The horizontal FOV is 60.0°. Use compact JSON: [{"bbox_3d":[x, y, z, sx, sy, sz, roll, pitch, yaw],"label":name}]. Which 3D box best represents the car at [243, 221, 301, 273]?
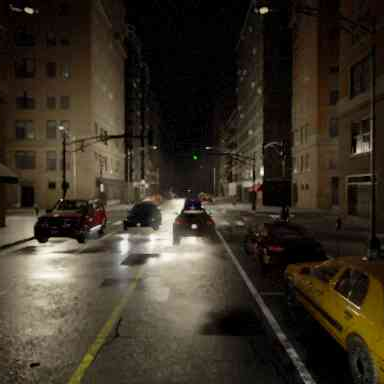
[{"bbox_3d":[2.635,1.514,10.094,1.802,1.307,4.206,0,0,0],"label":"car"}]

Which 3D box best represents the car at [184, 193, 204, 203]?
[{"bbox_3d":[0.083,1.229,37.360,1.882,1.535,5.008,0,0,0],"label":"car"}]

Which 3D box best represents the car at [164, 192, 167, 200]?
[{"bbox_3d":[-5.409,1.174,52.713,1.752,1.417,4.829,0,0,0],"label":"car"}]

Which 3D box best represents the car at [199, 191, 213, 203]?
[{"bbox_3d":[2.614,1.048,58.332,1.967,1.590,4.097,0,0,0],"label":"car"}]

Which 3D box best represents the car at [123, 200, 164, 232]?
[{"bbox_3d":[-2.758,1.397,19.485,1.812,1.442,4.674,0,0,0],"label":"car"}]

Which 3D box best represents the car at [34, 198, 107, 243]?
[{"bbox_3d":[-5.393,1.213,15.511,2.192,1.841,5.009,0,0,0],"label":"car"}]

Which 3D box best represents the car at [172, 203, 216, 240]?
[{"bbox_3d":[0.068,1.454,16.439,1.994,1.385,4.181,0,0,-1],"label":"car"}]

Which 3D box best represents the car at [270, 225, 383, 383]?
[{"bbox_3d":[2.637,1.492,4.851,1.752,1.417,4.829,0,0,0],"label":"car"}]

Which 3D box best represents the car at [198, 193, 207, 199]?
[{"bbox_3d":[2.604,1.004,80.150,2.008,1.369,4.403,0,0,0],"label":"car"}]

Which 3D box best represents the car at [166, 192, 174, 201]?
[{"bbox_3d":[-5.416,1.099,69.245,1.947,1.339,4.313,0,0,0],"label":"car"}]

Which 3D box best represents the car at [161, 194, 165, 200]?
[{"bbox_3d":[-5.407,1.230,47.429,1.887,1.381,4.507,0,0,0],"label":"car"}]

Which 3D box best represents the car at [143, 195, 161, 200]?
[{"bbox_3d":[-5.404,1.273,41.975,2.008,1.369,4.403,0,0,0],"label":"car"}]

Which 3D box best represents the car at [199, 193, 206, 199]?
[{"bbox_3d":[2.602,0.939,85.774,1.752,1.417,4.829,0,0,0],"label":"car"}]
